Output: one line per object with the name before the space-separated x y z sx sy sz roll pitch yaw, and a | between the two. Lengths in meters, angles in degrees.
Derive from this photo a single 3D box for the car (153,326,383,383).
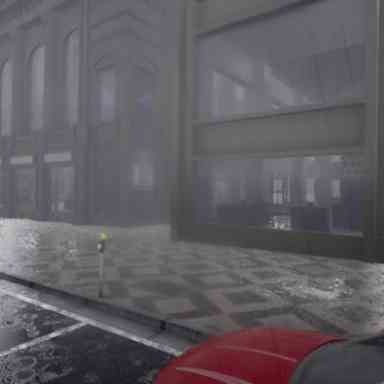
car | 1.717 1.545 1.845 4.507 1.381 1.887 0 1 36
